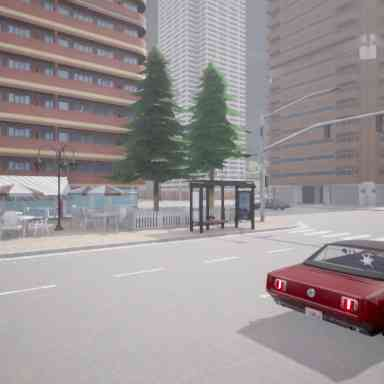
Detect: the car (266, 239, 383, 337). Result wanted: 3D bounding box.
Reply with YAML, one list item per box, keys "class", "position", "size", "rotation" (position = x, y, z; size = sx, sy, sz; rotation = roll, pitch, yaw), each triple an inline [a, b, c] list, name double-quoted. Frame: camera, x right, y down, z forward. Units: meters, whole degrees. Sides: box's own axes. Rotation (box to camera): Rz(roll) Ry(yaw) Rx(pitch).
- class: "car"
  position: [3.697, 1.601, 6.444]
  size: [4.718, 1.301, 1.895]
  rotation: [0, 0, -36]

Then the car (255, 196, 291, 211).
- class: "car"
  position: [10.042, 1.603, 42.719]
  size: [2.033, 1.411, 5.357]
  rotation: [0, 0, -36]
